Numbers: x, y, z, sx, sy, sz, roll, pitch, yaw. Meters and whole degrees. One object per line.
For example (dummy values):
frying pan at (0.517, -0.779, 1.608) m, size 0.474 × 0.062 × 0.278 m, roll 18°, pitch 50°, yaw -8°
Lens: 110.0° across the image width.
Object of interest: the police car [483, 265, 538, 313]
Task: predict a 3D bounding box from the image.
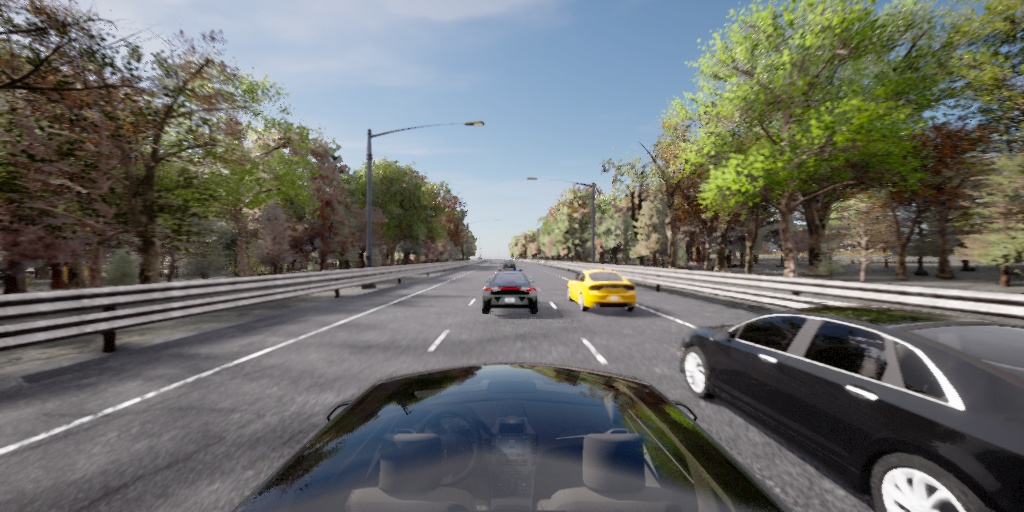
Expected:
police car at (-0.074, 1.313, 14.410) m, size 2.038 × 1.542 × 4.974 m, roll 0°, pitch 0°, yaw 0°

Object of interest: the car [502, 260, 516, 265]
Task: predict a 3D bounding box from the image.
car at (-0.466, 1.349, 55.809) m, size 2.097 × 1.767 × 4.553 m, roll 0°, pitch 0°, yaw -1°

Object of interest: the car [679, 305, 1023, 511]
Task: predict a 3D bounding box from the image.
car at (3.502, 1.262, 3.652) m, size 1.837 × 1.490 × 4.892 m, roll 0°, pitch 0°, yaw 0°

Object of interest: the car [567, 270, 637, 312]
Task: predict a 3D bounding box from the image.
car at (3.472, 1.288, 14.690) m, size 1.882 × 1.535 × 5.008 m, roll 0°, pitch 0°, yaw 0°
